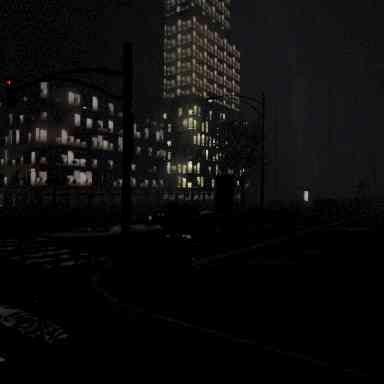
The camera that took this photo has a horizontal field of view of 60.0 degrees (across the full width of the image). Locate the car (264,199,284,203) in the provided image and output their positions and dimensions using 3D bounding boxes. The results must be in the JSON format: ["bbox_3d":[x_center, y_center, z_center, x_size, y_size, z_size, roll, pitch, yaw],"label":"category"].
[{"bbox_3d":[10.044,1.666,40.649,1.837,1.490,4.892,1,0,37],"label":"car"}]

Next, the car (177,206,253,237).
[{"bbox_3d":[1.449,1.696,19.106,2.008,1.369,4.403,1,0,36],"label":"car"}]

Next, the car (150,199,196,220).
[{"bbox_3d":[-1.608,1.481,29.500,1.967,1.590,4.097,1,0,36],"label":"car"}]

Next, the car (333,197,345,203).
[{"bbox_3d":[34.686,1.862,78.390,1.752,1.417,4.829,1,0,36],"label":"car"}]

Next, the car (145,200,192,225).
[{"bbox_3d":[-1.450,1.559,25.134,2.128,1.511,4.902,1,0,36],"label":"car"}]

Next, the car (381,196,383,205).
[{"bbox_3d":[41.530,1.784,73.547,2.192,1.841,5.009,1,0,36],"label":"car"}]

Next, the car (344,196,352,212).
[{"bbox_3d":[18.474,1.720,42.270,1.967,1.590,4.097,1,0,36],"label":"car"}]

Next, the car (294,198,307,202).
[{"bbox_3d":[18.189,1.727,56.070,1.752,1.417,4.829,1,0,36],"label":"car"}]

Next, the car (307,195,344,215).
[{"bbox_3d":[15.203,1.569,37.786,2.192,1.841,5.009,1,0,36],"label":"car"}]

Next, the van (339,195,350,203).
[{"bbox_3d":[38.089,1.706,82.991,1.690,1.788,3.998,1,0,36],"label":"van"}]

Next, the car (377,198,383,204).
[{"bbox_3d":[44.826,2.047,78.012,2.008,1.369,4.403,1,0,36],"label":"car"}]

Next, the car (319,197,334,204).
[{"bbox_3d":[28.188,1.849,69.598,1.947,1.339,4.313,1,0,36],"label":"car"}]

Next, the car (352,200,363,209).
[{"bbox_3d":[25.031,1.773,51.227,1.967,1.590,4.097,1,0,36],"label":"car"}]

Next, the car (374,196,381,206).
[{"bbox_3d":[35.029,1.940,64.756,1.752,1.417,4.829,1,0,36],"label":"car"}]

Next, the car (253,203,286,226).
[{"bbox_3d":[4.707,1.737,23.514,1.947,1.339,4.313,1,0,36],"label":"car"}]

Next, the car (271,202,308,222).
[{"bbox_3d":[7.964,1.779,27.922,1.802,1.307,4.206,1,0,36],"label":"car"}]
